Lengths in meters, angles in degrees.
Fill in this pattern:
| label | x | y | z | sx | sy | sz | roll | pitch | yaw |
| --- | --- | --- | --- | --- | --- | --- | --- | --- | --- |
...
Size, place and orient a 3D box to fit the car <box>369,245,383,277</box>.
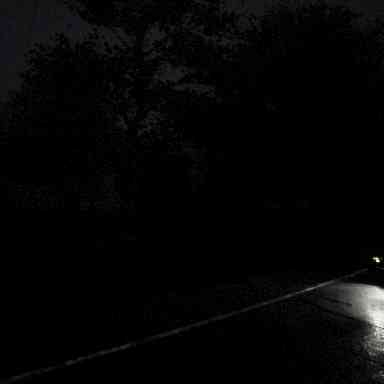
| label | x | y | z | sx | sy | sz | roll | pitch | yaw |
| --- | --- | --- | --- | --- | --- | --- | --- | --- | --- |
| car | 7.016 | 1.619 | 9.538 | 5.357 | 1.411 | 2.033 | 0 | 0 | -41 |
